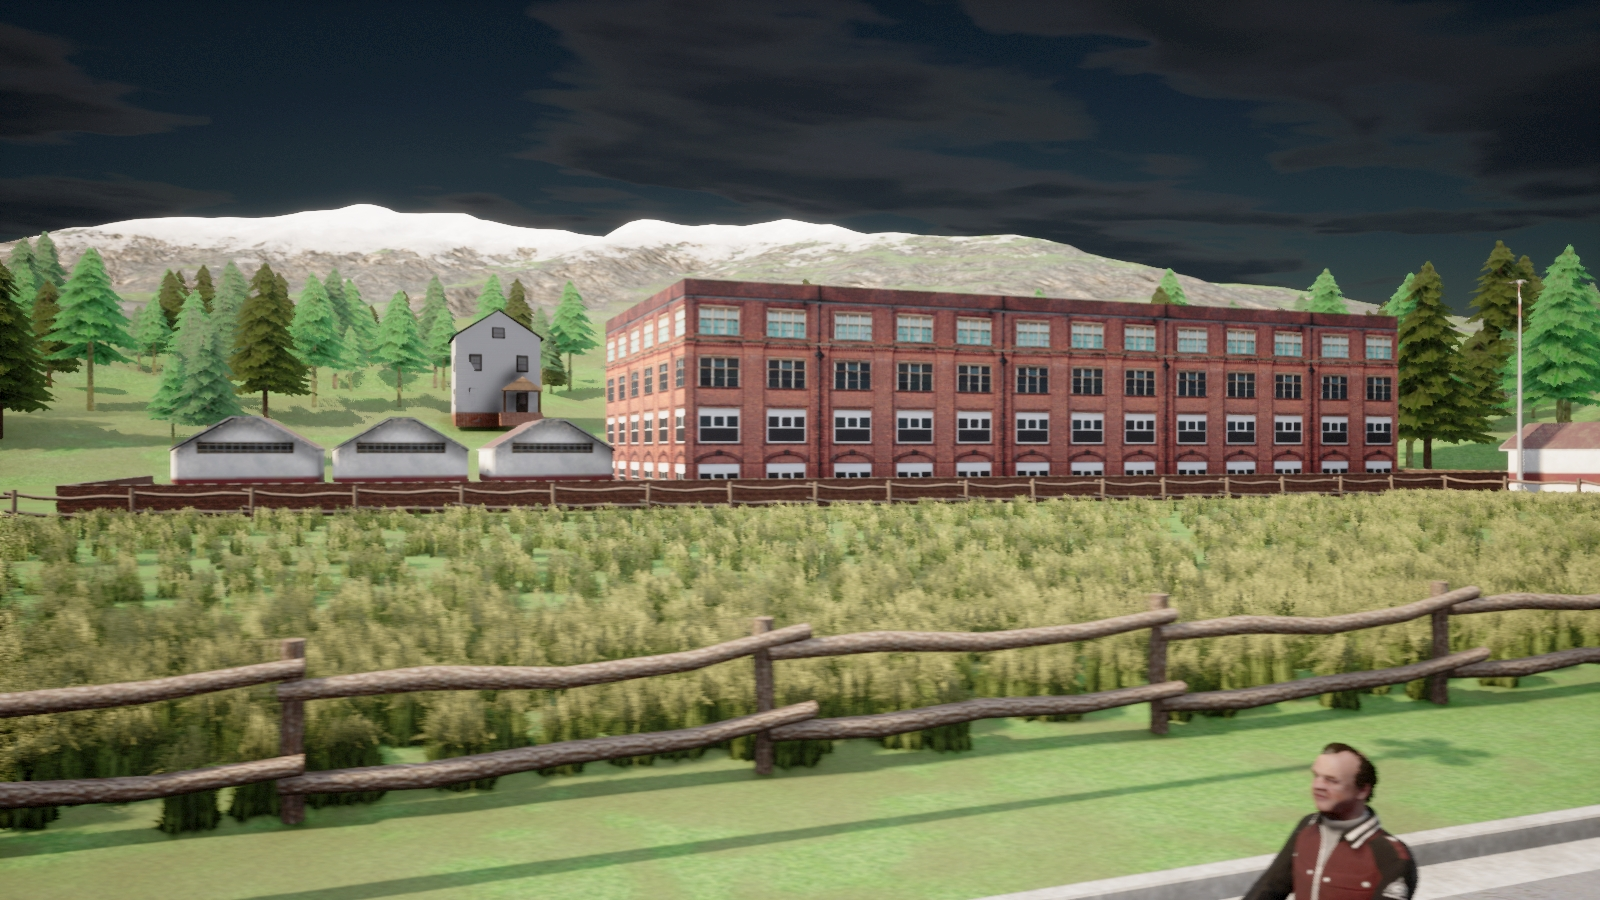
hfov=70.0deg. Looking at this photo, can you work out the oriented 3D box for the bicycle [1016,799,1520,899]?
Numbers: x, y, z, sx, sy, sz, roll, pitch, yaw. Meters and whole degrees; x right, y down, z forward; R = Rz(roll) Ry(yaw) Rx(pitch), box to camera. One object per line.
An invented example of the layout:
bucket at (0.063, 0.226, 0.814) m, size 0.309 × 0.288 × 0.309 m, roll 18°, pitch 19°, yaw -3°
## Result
bicycle at (1.624, 2.060, 3.884) m, size 1.835 × 1.471 × 0.329 m, roll 0°, pitch 0°, yaw -20°
